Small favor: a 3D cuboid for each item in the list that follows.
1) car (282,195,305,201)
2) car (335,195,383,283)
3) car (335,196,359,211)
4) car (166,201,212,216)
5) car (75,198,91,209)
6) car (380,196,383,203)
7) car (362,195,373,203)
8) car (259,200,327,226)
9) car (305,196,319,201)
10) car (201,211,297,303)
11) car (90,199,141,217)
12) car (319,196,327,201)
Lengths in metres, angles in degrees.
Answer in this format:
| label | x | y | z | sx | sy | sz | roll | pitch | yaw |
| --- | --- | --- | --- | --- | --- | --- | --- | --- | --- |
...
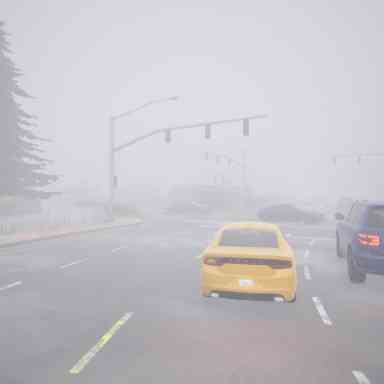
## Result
| label | x | y | z | sx | sy | sz | roll | pitch | yaw |
| --- | --- | --- | --- | --- | --- | --- | --- | --- | --- |
| car | 13.304 | 1.547 | 45.136 | 2.033 | 1.411 | 5.357 | 0 | 0 | 31 |
| car | 5.446 | 1.221 | 9.425 | 2.150 | 2.045 | 5.566 | 0 | 0 | 19 |
| car | 19.300 | 1.352 | 41.288 | 2.097 | 1.767 | 4.553 | 0 | 0 | 33 |
| car | -0.295 | 1.576 | 32.863 | 4.674 | 1.442 | 1.812 | 0 | 0 | 25 |
| car | -11.722 | 1.533 | 39.562 | 5.008 | 1.535 | 1.882 | 0 | 0 | 32 |
| car | 40.442 | 1.540 | 69.221 | 2.033 | 1.411 | 5.357 | 0 | 0 | 31 |
| car | 37.673 | 1.500 | 71.401 | 1.837 | 1.490 | 4.892 | 0 | 0 | 31 |
| car | 7.000 | 1.556 | 23.814 | 4.674 | 1.442 | 1.812 | 0 | 0 | 32 |
| car | 18.654 | 1.526 | 53.873 | 1.812 | 1.442 | 4.674 | 0 | 0 | 32 |
| car | 1.483 | 1.478 | 8.390 | 1.882 | 1.535 | 5.008 | 0 | 0 | 12 |
| car | -7.218 | 1.547 | 32.643 | 4.902 | 1.511 | 2.128 | 0 | 0 | 32 |
| car | 24.194 | 1.492 | 62.806 | 2.128 | 1.511 | 4.902 | 0 | 0 | 32 |
